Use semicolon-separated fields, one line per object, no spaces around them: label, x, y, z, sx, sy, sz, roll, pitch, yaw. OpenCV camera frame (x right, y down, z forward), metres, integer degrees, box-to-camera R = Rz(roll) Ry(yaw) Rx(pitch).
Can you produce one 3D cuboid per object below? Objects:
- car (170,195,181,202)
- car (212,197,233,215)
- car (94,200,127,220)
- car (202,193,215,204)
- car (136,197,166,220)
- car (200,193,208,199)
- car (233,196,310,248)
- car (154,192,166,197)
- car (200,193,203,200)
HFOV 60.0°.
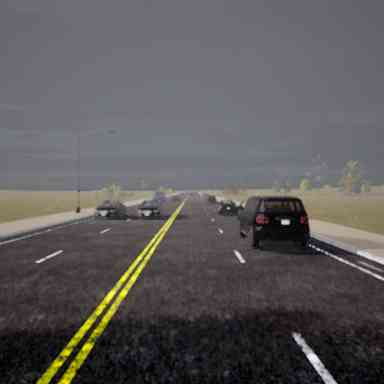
car;-3.255;1.323;67.817;1.994;1.385;4.181;0;0;0
car;3.348;1.456;32.482;1.994;1.385;4.181;0;0;0
car;-6.598;1.402;27.267;2.128;1.511;4.902;0;0;0
car;3.250;1.311;57.302;1.837;1.490;4.892;0;0;0
car;-3.348;1.401;27.268;2.128;1.511;4.902;0;0;0
car;3.249;1.144;90.492;1.801;1.575;5.366;0;0;0
car;3.350;1.174;14.607;2.150;2.045;5.566;0;0;0
car;-6.502;0.992;67.767;2.150;2.045;5.566;0;0;0
car;3.249;1.272;68.332;2.163;1.488;4.792;0;0;0
